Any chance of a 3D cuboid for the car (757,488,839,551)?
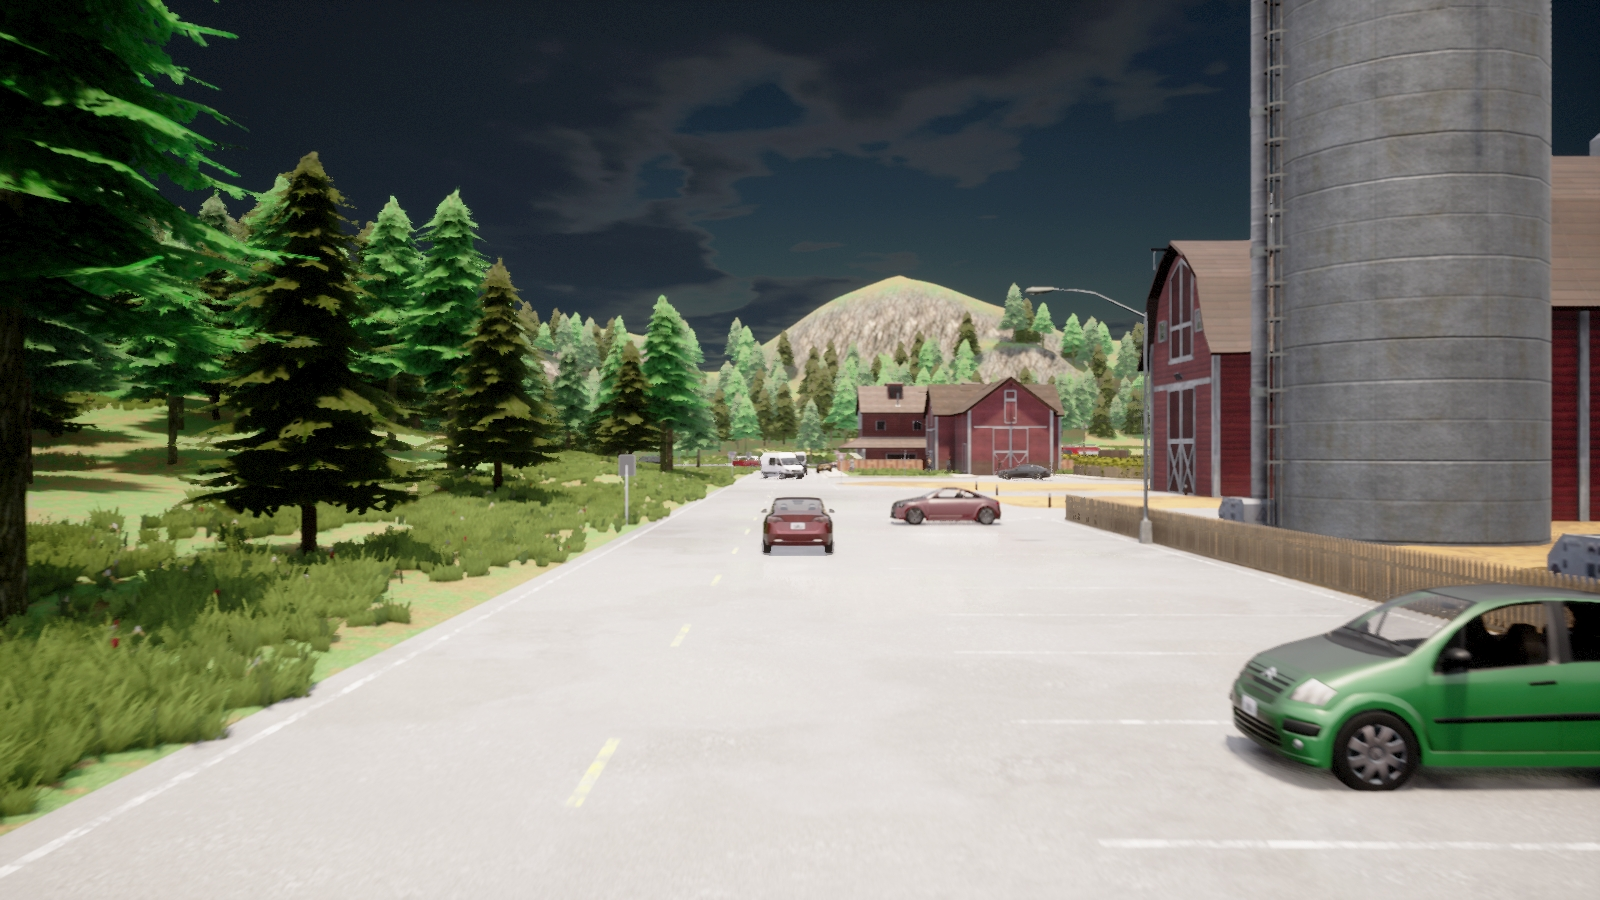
[{"bbox_3d":[-0.057,1.923,32.655,2.163,1.488,4.792,0,0,0],"label":"car"}]
